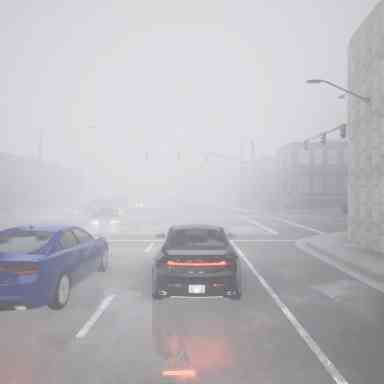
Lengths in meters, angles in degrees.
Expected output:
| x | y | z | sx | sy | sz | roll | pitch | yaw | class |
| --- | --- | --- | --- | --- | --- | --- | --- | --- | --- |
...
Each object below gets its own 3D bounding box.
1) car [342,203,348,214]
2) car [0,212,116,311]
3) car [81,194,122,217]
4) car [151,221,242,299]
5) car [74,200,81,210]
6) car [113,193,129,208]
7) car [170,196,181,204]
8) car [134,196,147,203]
| x | y | z | sx | sy | sz | roll | pitch | yaw | class |
| --- | --- | --- | --- | --- | --- | --- | --- | --- | --- |
| 14.995 | 1.015 | 27.476 | 5.008 | 1.535 | 1.882 | -5 | 0 | 0 | car |
| -3.401 | 1.478 | 7.885 | 1.882 | 1.535 | 5.008 | 0 | 0 | 0 | car |
| -8.178 | 1.351 | 29.721 | 2.097 | 1.767 | 4.553 | 0 | 0 | -29 | car |
| 0.103 | 1.505 | 8.431 | 1.837 | 1.490 | 4.892 | 0 | 0 | 0 | car |
| -13.963 | 1.526 | 43.978 | 1.812 | 1.442 | 4.674 | 0 | 0 | 0 | car |
| -10.460 | 1.219 | 47.237 | 2.150 | 2.045 | 5.566 | 0 | 0 | 0 | car |
| -3.211 | 1.478 | 65.952 | 1.882 | 1.535 | 5.008 | 0 | 0 | 0 | car |
| -10.327 | 1.493 | 66.905 | 2.128 | 1.511 | 4.902 | 0 | 0 | 1 | car |
